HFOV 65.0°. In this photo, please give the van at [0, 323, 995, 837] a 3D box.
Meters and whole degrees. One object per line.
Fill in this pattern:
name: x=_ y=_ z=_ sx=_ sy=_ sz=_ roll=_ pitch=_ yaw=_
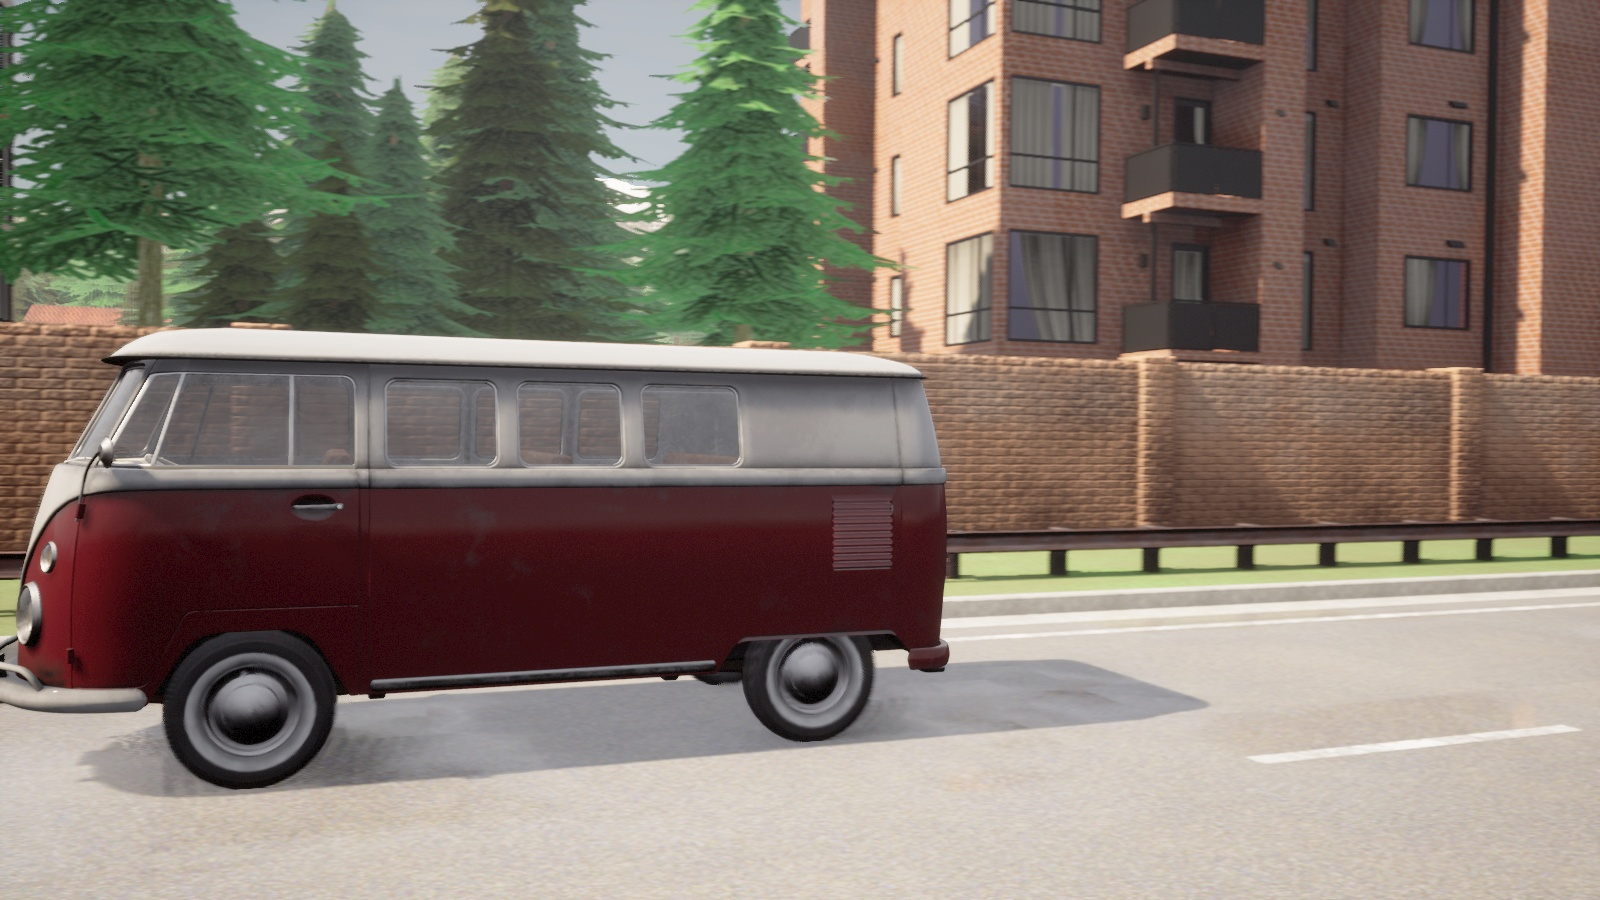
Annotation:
van: x=-1.406 y=0.461 z=6.446 sx=4.442 sy=1.987 sz=1.775 roll=-1 pitch=1 yaw=-21
